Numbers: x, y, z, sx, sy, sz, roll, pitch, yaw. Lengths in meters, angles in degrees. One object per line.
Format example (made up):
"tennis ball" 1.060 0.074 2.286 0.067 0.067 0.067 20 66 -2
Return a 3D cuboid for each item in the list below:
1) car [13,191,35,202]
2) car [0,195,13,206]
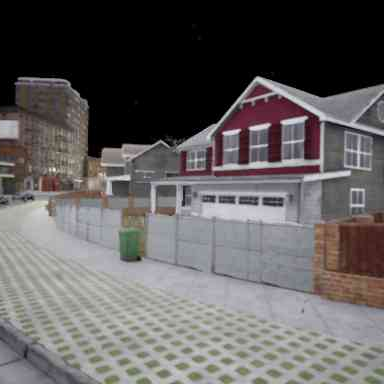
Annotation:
"car" -25.205 0.664 49.875 2.128 1.511 4.902 1 2 -3
"car" -23.715 1.012 40.163 1.994 1.385 4.181 1 1 -10
